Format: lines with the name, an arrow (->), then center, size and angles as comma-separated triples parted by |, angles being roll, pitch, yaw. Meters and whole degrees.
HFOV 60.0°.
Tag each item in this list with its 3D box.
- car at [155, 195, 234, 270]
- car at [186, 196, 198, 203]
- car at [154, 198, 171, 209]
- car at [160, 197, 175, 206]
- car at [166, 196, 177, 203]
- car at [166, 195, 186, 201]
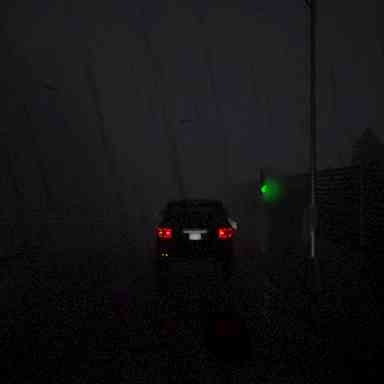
car -> 0.085, 1.214, 11.075 | 2.150, 2.045, 5.566 | 0, 0, 0
car -> -0.033, 1.489, 70.730 | 2.033, 1.411, 5.357 | 0, 0, -4
car -> -4.107, 1.567, 46.611 | 1.895, 1.301, 4.718 | 0, 0, 0
car -> -4.071, 1.507, 56.373 | 2.033, 1.411, 5.357 | 0, 0, 0
car -> -4.021, 1.516, 66.359 | 1.994, 1.385, 4.181 | 0, 0, 0
car -> -3.928, 1.420, 80.422 | 5.008, 1.535, 1.882 | 0, 0, 40
